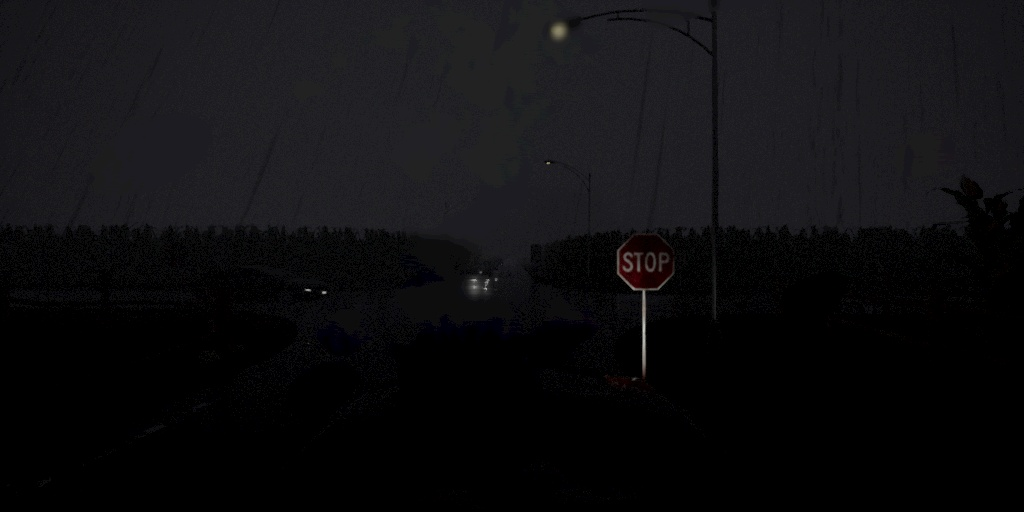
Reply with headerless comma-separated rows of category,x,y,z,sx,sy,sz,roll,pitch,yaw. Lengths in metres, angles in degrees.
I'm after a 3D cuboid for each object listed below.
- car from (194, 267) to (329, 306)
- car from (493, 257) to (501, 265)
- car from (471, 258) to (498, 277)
car,-10.127,1.226,14.715,4.892,1.490,1.837,1,-1,1
car,-2.812,1.230,48.413,1.837,1.490,4.892,0,0,0
car,-2.825,1.227,34.779,2.128,1.511,4.902,0,0,0
